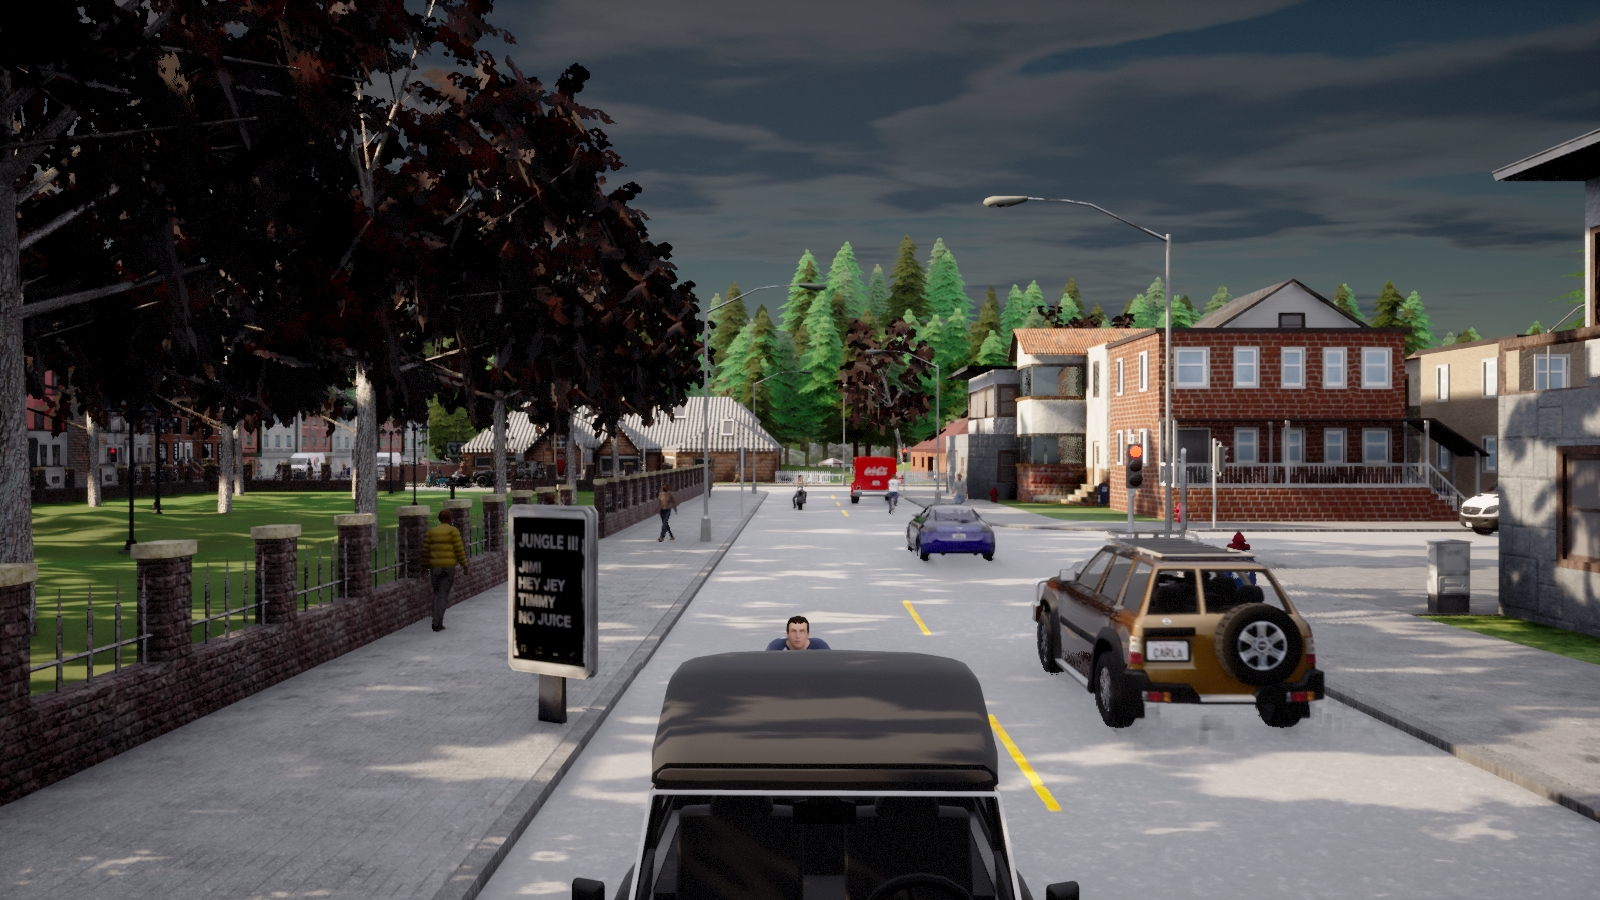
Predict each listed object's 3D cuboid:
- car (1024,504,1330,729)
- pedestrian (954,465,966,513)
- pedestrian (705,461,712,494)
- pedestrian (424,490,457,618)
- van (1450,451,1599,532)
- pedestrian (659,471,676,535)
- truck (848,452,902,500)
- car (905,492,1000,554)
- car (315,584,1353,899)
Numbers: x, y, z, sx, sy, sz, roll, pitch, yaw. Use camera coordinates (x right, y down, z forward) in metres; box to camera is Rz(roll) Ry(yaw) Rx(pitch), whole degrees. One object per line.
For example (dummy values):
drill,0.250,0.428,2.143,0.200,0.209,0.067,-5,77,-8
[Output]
car,3.945,1.650,12.890,1.932,1.855,4.605,0,0,0
pedestrian,6.304,1.534,45.019,0.375,1.860,0.375,0,0,31
pedestrian,-5.141,1.551,64.207,0.375,1.860,0.375,0,0,7
pedestrian,-5.322,1.532,16.923,0.375,1.860,0.375,0,0,2
van,24.712,1.329,37.232,5.915,2.561,1.988,0,0,0
pedestrian,-3.890,1.539,33.521,0.375,1.860,0.375,0,0,19
truck,3.969,1.372,61.570,2.627,2.467,5.204,0,0,1
car,4.002,1.912,30.710,1.994,1.385,4.181,0,0,0
car,0.090,1.640,4.031,1.905,1.878,3.866,0,0,1
